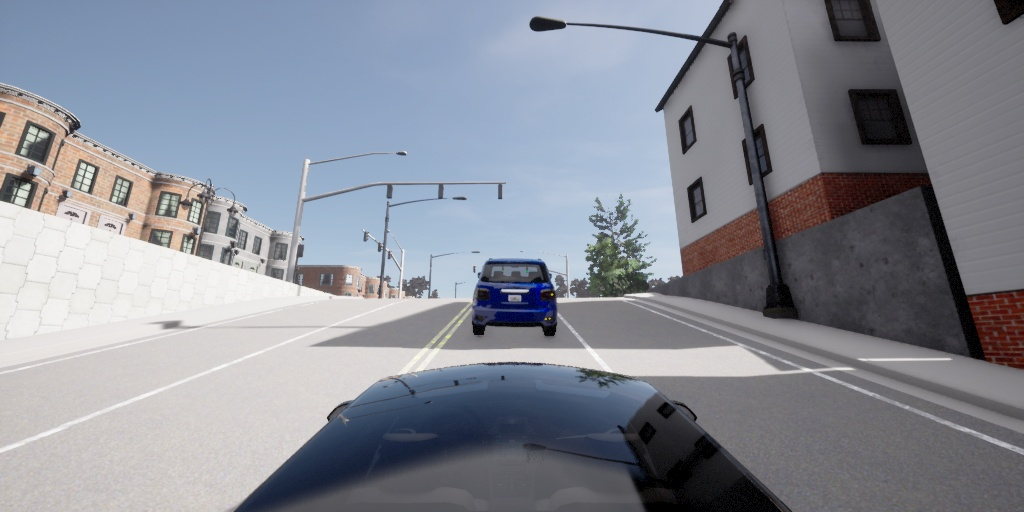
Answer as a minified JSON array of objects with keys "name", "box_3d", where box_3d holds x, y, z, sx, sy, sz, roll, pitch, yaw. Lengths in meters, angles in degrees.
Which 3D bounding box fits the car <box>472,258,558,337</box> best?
[{"name":"car","box_3d":[0.080,1.097,10.920,2.150,2.045,5.566,1,-1,0]}]
